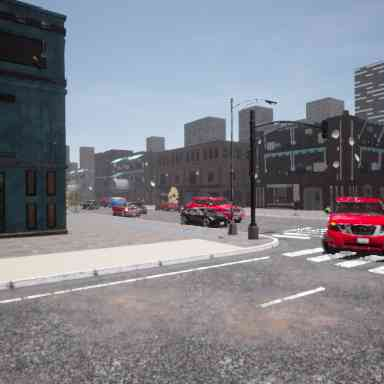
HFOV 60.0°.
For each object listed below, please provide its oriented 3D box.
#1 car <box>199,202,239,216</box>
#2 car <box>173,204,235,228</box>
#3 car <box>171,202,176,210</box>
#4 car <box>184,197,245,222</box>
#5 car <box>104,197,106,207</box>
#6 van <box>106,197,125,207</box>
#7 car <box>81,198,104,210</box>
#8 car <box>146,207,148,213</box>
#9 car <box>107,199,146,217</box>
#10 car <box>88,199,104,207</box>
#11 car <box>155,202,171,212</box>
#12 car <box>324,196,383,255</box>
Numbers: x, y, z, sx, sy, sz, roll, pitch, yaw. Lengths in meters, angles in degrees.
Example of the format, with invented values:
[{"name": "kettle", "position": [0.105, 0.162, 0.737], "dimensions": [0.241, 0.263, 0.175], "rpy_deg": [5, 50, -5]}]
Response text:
[{"name": "car", "position": [2.877, 1.811, 36.426], "dimensions": [2.008, 1.369, 4.403], "rpy_deg": [-2, 0, -36]}, {"name": "car", "position": [0.810, 1.816, 24.695], "dimensions": [1.947, 1.339, 4.313], "rpy_deg": [-1, 0, -36]}, {"name": "car", "position": [-0.340, 1.906, 40.930], "dimensions": [1.802, 1.307, 4.206], "rpy_deg": [-2, 0, -36]}, {"name": "car", "position": [1.936, 1.467, 27.796], "dimensions": [2.150, 2.045, 5.566], "rpy_deg": [-1, 0, -36]}, {"name": "car", "position": [-16.434, 1.941, 63.448], "dimensions": [2.192, 1.841, 5.009], "rpy_deg": [-1, 0, -36]}, {"name": "van", "position": [-13.215, 1.909, 58.945], "dimensions": [1.690, 1.788, 3.998], "rpy_deg": [-1, 0, -36]}, {"name": "car", "position": [-16.356, 2.109, 53.566], "dimensions": [1.837, 1.490, 4.892], "rpy_deg": [-1, -1, -35]}, {"name": "car", "position": [-7.153, 1.927, 40.533], "dimensions": [1.837, 1.490, 4.892], "rpy_deg": [-1, 0, -35]}, {"name": "car", "position": [-7.161, 1.847, 36.056], "dimensions": [1.967, 1.590, 4.097], "rpy_deg": [-1, 0, -36]}, {"name": "car", "position": [-19.646, 2.229, 67.953], "dimensions": [1.887, 1.381, 4.507], "rpy_deg": [-1, 0, -36]}, {"name": "car", "position": [-3.557, 1.968, 45.433], "dimensions": [1.802, 1.307, 4.206], "rpy_deg": [-1, 0, -36]}, {"name": "car", "position": [6.629, 1.222, 13.236], "dimensions": [2.150, 2.045, 5.566], "rpy_deg": [1, 0, 24]}]
